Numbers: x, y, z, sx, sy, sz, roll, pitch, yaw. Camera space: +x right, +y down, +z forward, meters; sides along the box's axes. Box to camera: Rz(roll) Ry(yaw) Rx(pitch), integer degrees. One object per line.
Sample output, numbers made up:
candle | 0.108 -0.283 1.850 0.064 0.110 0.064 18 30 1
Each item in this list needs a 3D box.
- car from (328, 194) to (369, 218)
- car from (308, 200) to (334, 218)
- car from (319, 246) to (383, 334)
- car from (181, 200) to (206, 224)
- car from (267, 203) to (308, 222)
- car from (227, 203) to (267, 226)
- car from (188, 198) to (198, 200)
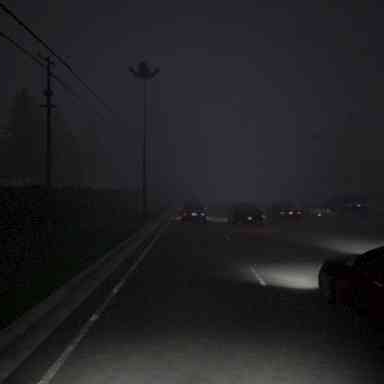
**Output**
car | 14.118 1.223 30.802 2.150 2.045 5.566 0 0 0
car | 10.618 1.603 29.898 1.895 1.301 4.718 0 0 0
car | 3.603 1.526 5.158 1.812 1.442 4.674 0 0 0
car | 0.115 1.550 24.923 2.033 1.411 5.357 0 0 0
car | 7.115 1.549 26.446 2.033 1.411 5.357 0 0 0
car | 3.612 1.480 23.277 1.882 1.535 5.008 0 0 0
car | 0.103 1.530 42.884 1.812 1.442 4.674 0 0 0
